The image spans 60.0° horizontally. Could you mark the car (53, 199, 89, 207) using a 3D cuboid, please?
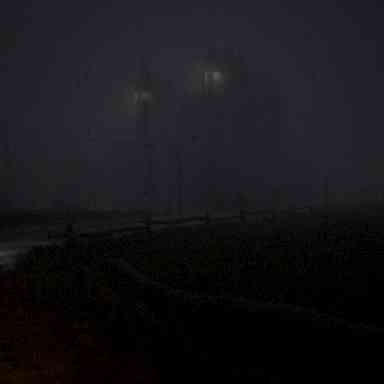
[{"bbox_3d":[-18.676,2.011,50.434,2.242,1.667,4.611,-1,-1,38],"label":"car"}]

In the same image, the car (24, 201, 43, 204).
[{"bbox_3d":[-31.328,1.970,65.653,4.718,1.301,1.895,-1,-1,38],"label":"car"}]

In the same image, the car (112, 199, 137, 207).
[{"bbox_3d":[-11.144,1.964,54.466,5.008,1.535,1.882,-1,-1,38],"label":"car"}]

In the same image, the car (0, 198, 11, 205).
[{"bbox_3d":[-37.675,2.132,65.434,1.905,1.878,3.866,-1,-1,38],"label":"car"}]

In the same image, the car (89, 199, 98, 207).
[{"bbox_3d":[-19.176,2.098,60.611,4.902,1.511,2.128,-1,-1,38],"label":"car"}]
